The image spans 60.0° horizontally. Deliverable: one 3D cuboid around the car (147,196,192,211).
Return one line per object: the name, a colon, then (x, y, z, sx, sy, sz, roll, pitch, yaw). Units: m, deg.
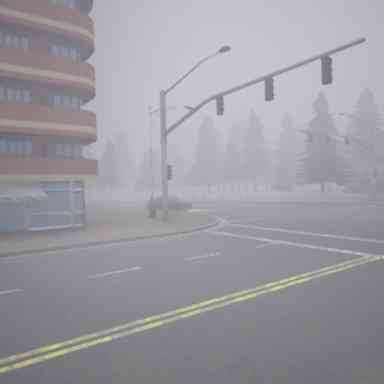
car: (-2.111, 1.064, 30.723, 4.181, 1.385, 1.994, 0, 1, 27)
